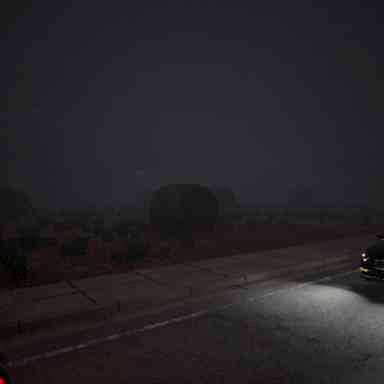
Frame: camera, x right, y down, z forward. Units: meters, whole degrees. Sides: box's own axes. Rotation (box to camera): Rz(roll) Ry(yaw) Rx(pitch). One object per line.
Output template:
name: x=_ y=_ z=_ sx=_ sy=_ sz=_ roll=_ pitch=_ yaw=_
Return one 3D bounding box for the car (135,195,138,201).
car: x=-11.209 y=1.152 z=73.363 sx=1.905 sy=1.878 sz=3.866 roll=6 pitch=3 yaw=7

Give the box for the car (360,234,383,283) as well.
car: x=6.216 y=1.506 z=8.550 sx=4.892 sy=1.490 sz=1.837 roll=0 pitch=0 yaw=-36

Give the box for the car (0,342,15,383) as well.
car: x=-3.353 y=1.352 z=1.559 sx=4.553 sy=1.767 sz=2.097 roll=0 pitch=0 yaw=-36
